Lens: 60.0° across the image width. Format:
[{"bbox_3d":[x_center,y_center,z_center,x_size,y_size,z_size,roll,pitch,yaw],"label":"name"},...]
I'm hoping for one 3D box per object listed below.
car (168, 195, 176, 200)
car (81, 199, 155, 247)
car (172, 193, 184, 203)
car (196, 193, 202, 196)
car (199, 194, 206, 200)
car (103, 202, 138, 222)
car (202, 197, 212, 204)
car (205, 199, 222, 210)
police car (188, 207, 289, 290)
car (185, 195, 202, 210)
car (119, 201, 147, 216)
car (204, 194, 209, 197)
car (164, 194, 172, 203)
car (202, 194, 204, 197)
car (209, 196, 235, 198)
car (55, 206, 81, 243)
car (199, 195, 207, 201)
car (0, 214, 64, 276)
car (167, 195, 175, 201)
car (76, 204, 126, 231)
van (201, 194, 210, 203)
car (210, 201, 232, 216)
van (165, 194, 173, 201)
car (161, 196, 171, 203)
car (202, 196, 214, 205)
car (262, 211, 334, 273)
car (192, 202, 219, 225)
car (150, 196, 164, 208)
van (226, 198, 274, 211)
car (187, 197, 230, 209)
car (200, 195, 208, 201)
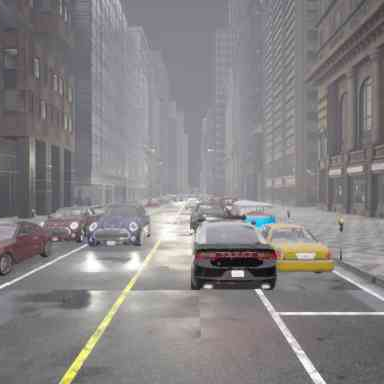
[{"bbox_3d":[-5.599,1.586,94.288,1.887,1.381,4.507,0,0,0],"label":"car"},{"bbox_3d":[-3.075,1.351,14.904,2.097,1.767,4.553,0,0,0],"label":"car"},{"bbox_3d":[-2.876,1.517,70.389,2.128,1.511,4.902,0,0,0],"label":"car"},{"bbox_3d":[0.100,1.369,55.800,2.097,1.767,4.553,0,0,0],"label":"car"},{"bbox_3d":[2.926,1.481,94.282,1.967,1.590,4.097,0,0,0],"label":"car"},{"bbox_3d":[-5.718,1.568,27.063,1.947,1.339,4.313,0,0,0],"label":"car"},{"bbox_3d":[2.877,1.605,66.273,1.802,1.307,4.206,0,0,0],"label":"car"},{"bbox_3d":[2.837,1.575,43.866,1.947,1.339,4.313,0,0,0],"label":"car"},{"bbox_3d":[0.915,1.425,9.209,1.930,1.638,5.238,0,0,0],"label":"police car"},{"bbox_3d":[0.100,1.535,43.716,1.812,1.442,4.674,0,0,1],"label":"car"},{"bbox_3d":[-5.708,1.570,32.665,1.947,1.339,4.313,0,0,0],"label":"car"},{"bbox_3d":[2.826,1.321,38.264,2.192,1.841,5.009,0,0,0],"label":"car"},{"bbox_3d":[-5.649,1.463,66.278,1.967,1.590,4.097,0,0,0],"label":"car"},{"bbox_3d":[2.846,1.453,49.468,1.967,1.590,4.097,0,0,0],"label":"car"},{"bbox_3d":[2.806,1.317,27.061,2.192,1.841,5.009,0,0,0],"label":"car"},{"bbox_3d":[-5.738,1.440,15.859,1.967,1.590,4.097,0,0,0],"label":"car"},{"bbox_3d":[2.916,1.582,88.681,1.887,1.381,4.507,0,0,0],"label":"car"},{"bbox_3d":[-5.748,1.581,10.257,1.802,1.307,4.206,0,0,0],"label":"car"},{"bbox_3d":[-5.609,1.582,88.687,1.887,1.381,4.507,0,0,0],"label":"car"},{"bbox_3d":[-5.728,1.551,21.462,2.008,1.369,4.403,0,0,0],"label":"car"},{"bbox_3d":[2.886,1.367,71.874,1.690,1.788,3.998,0,0,0],"label":"van"},{"bbox_3d":[2.817,1.586,32.663,1.802,1.307,4.206,0,0,0],"label":"car"},{"bbox_3d":[-5.620,1.375,83.085,1.690,1.788,3.998,0,0,0],"label":"van"},{"bbox_3d":[-5.639,1.571,71.880,1.887,1.381,4.507,0,0,0],"label":"car"},{"bbox_3d":[2.866,1.460,60.671,1.967,1.590,4.097,0,0,0],"label":"car"},{"bbox_3d":[2.777,1.525,10.426,1.752,1.417,4.829,0,0,0],"label":"car"},{"bbox_3d":[0.944,1.527,25.100,1.812,1.442,4.674,0,0,0],"label":"car"},{"bbox_3d":[-5.679,1.557,49.472,1.887,1.381,4.507,0,0,0],"label":"car"},{"bbox_3d":[2.786,1.341,15.858,1.690,1.788,3.998,0,0,0],"label":"van"},{"bbox_3d":[0.932,1.351,19.070,2.097,1.767,4.553,0,0,0],"label":"car"},{"bbox_3d":[2.906,1.578,83.078,1.887,1.381,4.507,0,0,0],"label":"car"}]
